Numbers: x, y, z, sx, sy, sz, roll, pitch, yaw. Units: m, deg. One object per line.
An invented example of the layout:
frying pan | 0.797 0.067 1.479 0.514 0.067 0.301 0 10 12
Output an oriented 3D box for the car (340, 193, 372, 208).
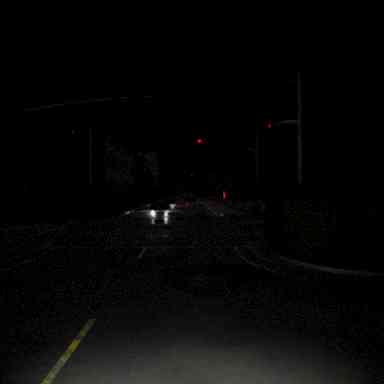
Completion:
car | 22.172 1.109 45.194 1.932 1.855 4.605 0 0 -1

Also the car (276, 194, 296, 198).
car | 15.154 1.281 55.152 2.007 1.523 4.514 0 0 -1

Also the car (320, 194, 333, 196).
car | 25.177 1.101 62.601 2.152 1.636 5.027 0 0 -1

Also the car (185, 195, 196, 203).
car | -0.302 1.309 61.734 1.812 1.442 4.674 0 0 0

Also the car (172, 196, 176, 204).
car | -3.829 1.366 57.102 1.994 1.385 4.181 0 0 0

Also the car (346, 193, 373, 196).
car | 18.945 1.119 37.301 1.905 1.878 3.866 0 0 -1

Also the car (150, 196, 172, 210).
car | -3.784 1.388 40.016 1.812 1.442 4.674 0 0 0
